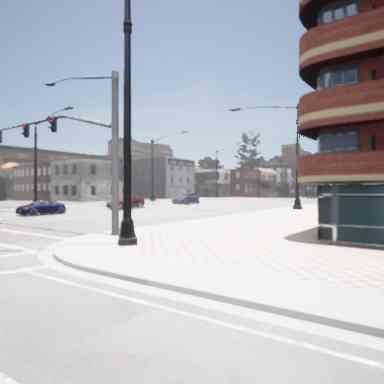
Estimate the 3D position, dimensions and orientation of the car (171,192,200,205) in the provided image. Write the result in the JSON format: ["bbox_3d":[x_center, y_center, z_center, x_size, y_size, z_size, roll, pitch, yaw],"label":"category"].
[{"bbox_3d":[-0.904,0.846,47.367,2.097,1.767,4.553,0,1,37],"label":"car"}]

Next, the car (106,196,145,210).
[{"bbox_3d":[-7.638,1.169,38.328,1.882,1.535,5.008,0,1,36],"label":"car"}]

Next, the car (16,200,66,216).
[{"bbox_3d":[-13.645,1.399,30.258,1.994,1.385,4.181,0,1,37],"label":"car"}]
